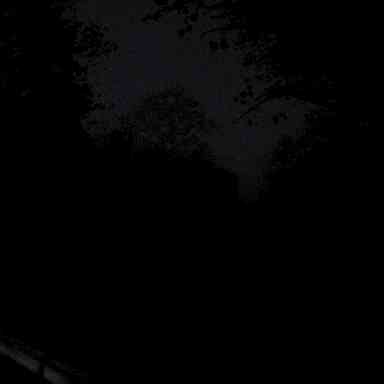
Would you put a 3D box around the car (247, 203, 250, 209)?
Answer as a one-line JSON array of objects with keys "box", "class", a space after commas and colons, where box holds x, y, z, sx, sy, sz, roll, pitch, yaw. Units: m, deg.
[{"box": [7.515, 2.261, 45.465, 2.097, 1.535, 5.008, 0, 0, 35], "class": "car"}]
